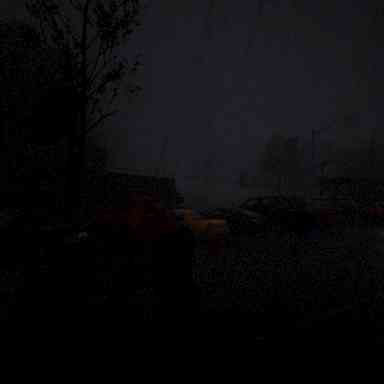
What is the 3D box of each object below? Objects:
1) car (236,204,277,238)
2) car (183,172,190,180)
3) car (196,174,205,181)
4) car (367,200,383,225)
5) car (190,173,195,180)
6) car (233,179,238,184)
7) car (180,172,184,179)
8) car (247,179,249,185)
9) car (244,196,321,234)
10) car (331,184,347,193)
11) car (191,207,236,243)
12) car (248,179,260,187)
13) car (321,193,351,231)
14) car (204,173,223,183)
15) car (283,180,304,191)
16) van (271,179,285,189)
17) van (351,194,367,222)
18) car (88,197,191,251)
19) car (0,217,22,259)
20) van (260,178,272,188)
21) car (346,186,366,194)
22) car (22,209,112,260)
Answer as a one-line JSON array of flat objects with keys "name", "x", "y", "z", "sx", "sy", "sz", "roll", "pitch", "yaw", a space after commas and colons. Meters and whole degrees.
[{"name": "car", "x": 1.774, "y": 1.548, "z": 17.751, "sx": 4.674, "sy": 1.452, "sz": 2.002, "roll": -1, "pitch": -1, "yaw": 35}, {"name": "car", "x": 0.566, "y": -4.085, "z": 90.038, "sx": 2.185, "sy": 1.767, "sz": 4.553, "roll": 4, "pitch": 1, "yaw": 33}, {"name": "car", "x": 4.088, "y": -3.699, "z": 85.100, "sx": 2.435, "sy": 2.045, "sz": 5.566, "roll": 7, "pitch": 3, "yaw": 34}, {"name": "car", "x": 11.665, "y": 1.403, "z": 24.629, "sx": 4.553, "sy": 1.767, "sz": 2.185, "roll": -1, "pitch": -1, "yaw": 35}, {"name": "car", "x": 2.295, "y": -3.850, "z": 87.567, "sx": 2.185, "sy": 1.767, "sz": 4.553, "roll": 6, "pitch": 3, "yaw": 34}, {"name": "car", "x": 11.040, "y": -2.317, "z": 75.328, "sx": 2.002, "sy": 1.452, "sz": 4.674, "roll": 7, "pitch": 3, "yaw": 35}, {"name": "car", "x": -1.205, "y": -4.362, "z": 92.386, "sx": 2.435, "sy": 2.045, "sz": 5.566, "roll": 1, "pitch": -1, "yaw": 34}, {"name": "car", "x": 12.781, "y": -2.044, "z": 72.865, "sx": 2.002, "sy": 1.452, "sz": 4.674, "roll": 7, "pitch": 4, "yaw": 35}, {"name": "car", "x": 4.202, "y": 1.262, "z": 19.507, "sx": 5.566, "sy": 2.045, "sz": 2.435, "roll": -1, "pitch": -1, "yaw": 35}, {"name": "car", "x": 24.878, "y": -0.426, "z": 55.589, "sx": 2.435, "sy": 2.045, "sz": 5.566, "roll": 7, "pitch": 3, "yaw": 35}, {"name": "car", "x": -0.833, "y": 1.502, "z": 16.124, "sx": 5.366, "sy": 1.575, "sz": 1.946, "roll": -1, "pitch": -1, "yaw": 35}, {"name": "car", "x": 14.611, "y": -1.812, "z": 70.544, "sx": 1.946, "sy": 1.575, "sz": 5.366, "roll": 7, "pitch": 3, "yaw": 35}, {"name": "car", "x": 6.716, "y": 1.267, "z": 21.211, "sx": 5.566, "sy": 2.045, "sz": 2.435, "roll": -1, "pitch": -1, "yaw": 35}, {"name": "car", "x": 5.938, "y": -3.176, "z": 82.840, "sx": 1.946, "sy": 1.575, "sz": 5.366, "roll": 7, "pitch": 3, "yaw": 34}, {"name": "car", "x": 19.671, "y": -0.992, "z": 62.977, "sx": 2.231, "sy": 1.521, "sz": 4.892, "roll": 7, "pitch": 3, "yaw": 35}, {"name": "van", "x": 17.912, "y": -1.491, "z": 65.340, "sx": 1.878, "sy": 1.987, "sz": 4.442, "roll": 7, "pitch": 4, "yaw": 35}, {"name": "van", "x": 9.255, "y": 1.296, "z": 22.880, "sx": 4.442, "sy": 1.987, "sz": 1.878, "roll": -1, "pitch": -1, "yaw": 35}, {"name": "car", "x": -3.154, "y": 1.247, "z": 14.298, "sx": 5.566, "sy": 2.045, "sz": 2.435, "roll": -1, "pitch": -1, "yaw": 35}, {"name": "car", "x": -8.020, "y": 1.493, "z": 10.808, "sx": 4.892, "sy": 1.521, "sz": 2.231, "roll": -1, "pitch": -1, "yaw": 35}, {"name": "van", "x": 16.184, "y": -1.764, "z": 67.812, "sx": 1.878, "sy": 1.987, "sz": 4.442, "roll": 7, "pitch": 4, "yaw": 35}, {"name": "car", "x": 26.568, "y": 0.136, "z": 53.116, "sx": 2.002, "sy": 1.452, "sz": 4.674, "roll": 7, "pitch": 3, "yaw": 35}, {"name": "car", "x": -5.599, "y": 1.523, "z": 12.554, "sx": 4.792, "sy": 1.488, "sz": 2.163, "roll": -1, "pitch": -1, "yaw": 35}]
